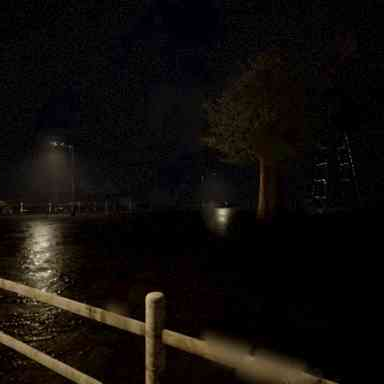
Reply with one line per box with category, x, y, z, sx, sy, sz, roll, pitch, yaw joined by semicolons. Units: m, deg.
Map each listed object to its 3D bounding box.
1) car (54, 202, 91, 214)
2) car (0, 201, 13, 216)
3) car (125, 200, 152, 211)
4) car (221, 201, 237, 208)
car;-15.555;2.037;43.342;2.128;1.511;4.902;-2;-2;36
car;-21.555;1.730;34.985;2.097;1.767;4.553;-2;-2;36
car;-8.501;2.105;53.168;2.097;1.767;4.553;-2;-2;36
car;7.718;2.626;69.445;1.994;1.385;4.181;-2;-2;36
